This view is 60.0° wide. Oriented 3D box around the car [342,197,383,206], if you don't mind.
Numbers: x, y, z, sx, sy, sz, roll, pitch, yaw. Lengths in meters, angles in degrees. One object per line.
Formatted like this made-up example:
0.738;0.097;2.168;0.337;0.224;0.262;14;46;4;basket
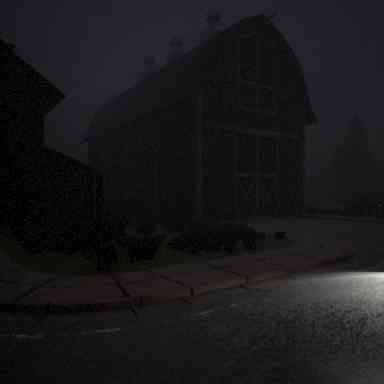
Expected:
18.272;1.363;35.134;2.097;1.767;4.553;0;0;-34;car
